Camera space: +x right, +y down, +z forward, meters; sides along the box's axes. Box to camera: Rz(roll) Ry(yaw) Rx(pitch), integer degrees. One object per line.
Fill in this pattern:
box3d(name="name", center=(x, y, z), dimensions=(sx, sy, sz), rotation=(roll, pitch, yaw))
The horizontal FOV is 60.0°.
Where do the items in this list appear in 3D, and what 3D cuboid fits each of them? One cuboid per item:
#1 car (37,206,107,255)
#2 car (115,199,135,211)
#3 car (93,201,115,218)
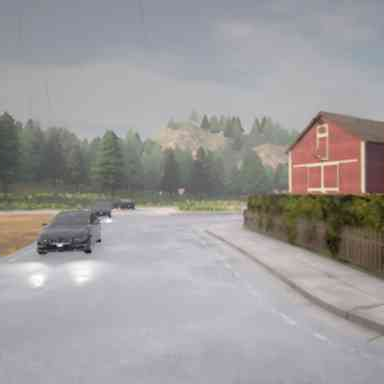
box3d(name="car", center=(-4.836, 1.551, 13.672), dimensions=(1.837, 1.490, 4.892), rotation=(0, 0, -9))
box3d(name="car", center=(-9.260, 1.656, 43.979), dimensions=(1.882, 1.535, 5.008), rotation=(1, -1, -33))
box3d(name="car", center=(-8.422, 1.603, 31.140), dimensions=(1.837, 1.490, 4.892), rotation=(0, 0, -13))
